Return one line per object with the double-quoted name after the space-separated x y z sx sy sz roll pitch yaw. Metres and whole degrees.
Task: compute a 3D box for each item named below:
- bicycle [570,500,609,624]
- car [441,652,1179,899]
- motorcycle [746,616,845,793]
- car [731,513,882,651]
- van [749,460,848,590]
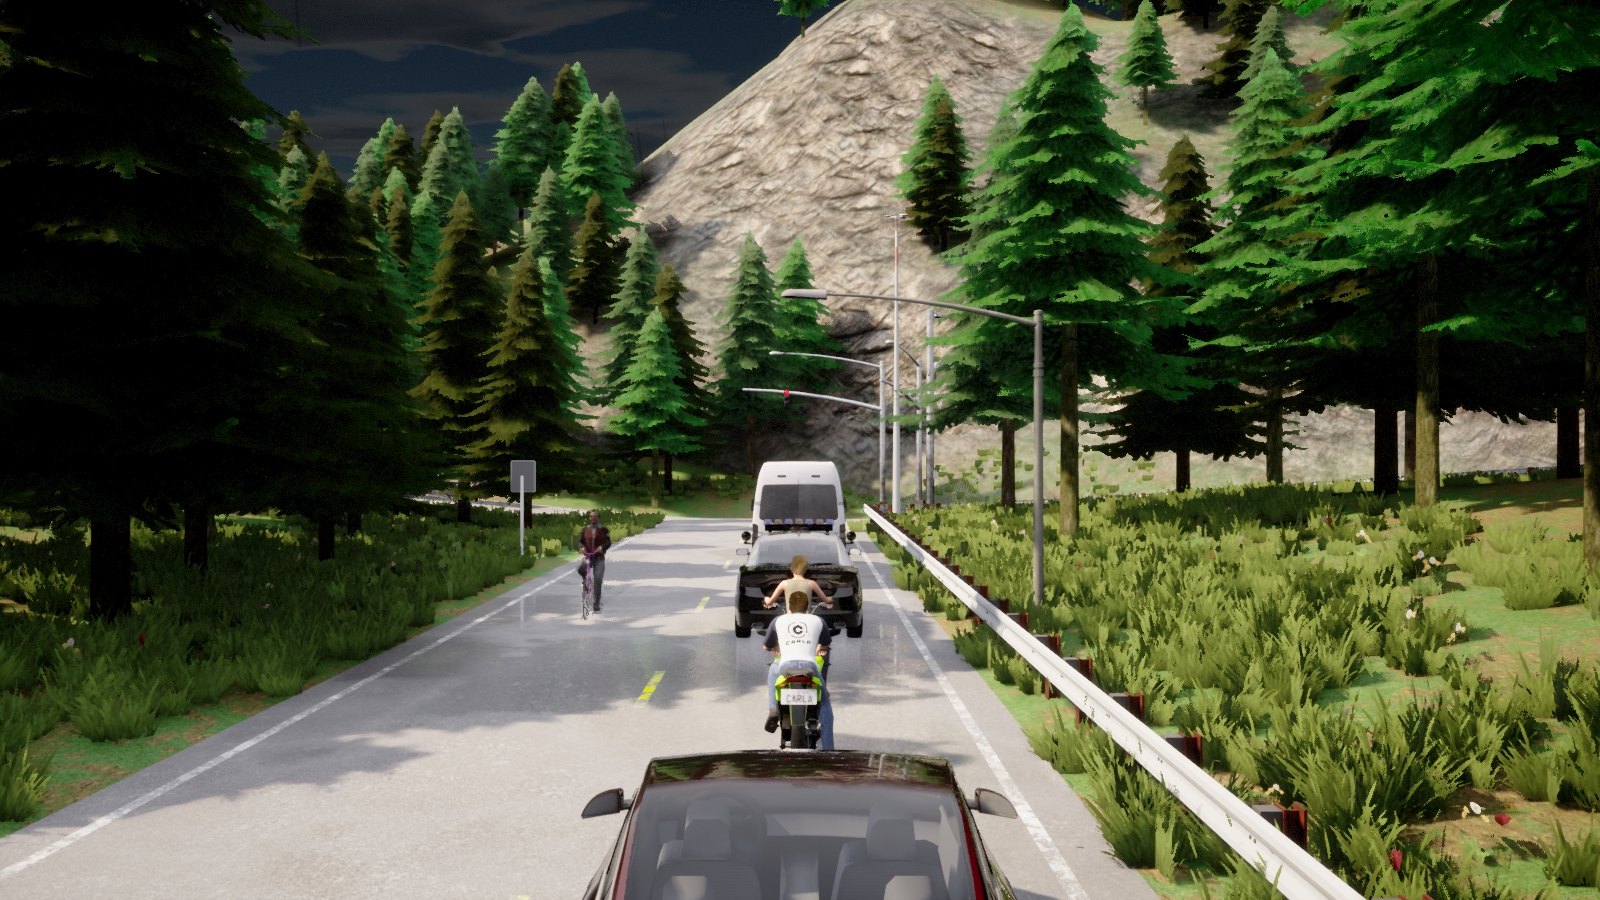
-3.522 1.836 19.225 0.329 1.919 1.835 0 0 0 "bicycle"
0.027 2.063 5.080 2.163 1.488 4.792 0 0 0 "car"
-0.033 2.213 10.287 0.803 1.145 2.033 0 0 0 "motorcycle"
0.090 1.982 18.501 2.097 1.638 5.238 0 0 0 "car"
-0.039 1.534 25.918 1.988 2.561 5.915 0 0 0 "van"
